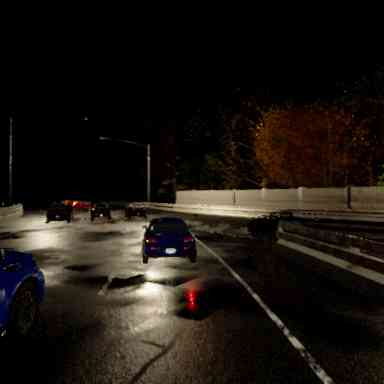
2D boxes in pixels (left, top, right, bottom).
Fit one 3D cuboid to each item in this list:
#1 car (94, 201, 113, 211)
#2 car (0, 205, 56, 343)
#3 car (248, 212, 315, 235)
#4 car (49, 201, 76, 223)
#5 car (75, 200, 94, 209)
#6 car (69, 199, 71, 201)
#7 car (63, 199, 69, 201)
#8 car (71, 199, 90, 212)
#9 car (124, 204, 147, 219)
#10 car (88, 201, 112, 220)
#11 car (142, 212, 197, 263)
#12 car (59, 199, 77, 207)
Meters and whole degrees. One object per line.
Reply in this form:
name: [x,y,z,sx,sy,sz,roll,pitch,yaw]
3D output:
car: [-14.160,2.219,53.215,1.837,1.490,4.892,0,-1,-29]
car: [-3.577,1.273,3.419,2.150,2.045,5.566,0,-1,-2]
car: [5.215,1.809,19.048,1.994,1.385,4.181,1,-1,-39]
car: [-11.555,1.877,29.225,1.882,1.535,5.008,0,-1,-16]
car: [-20.532,2.350,63.493,2.128,1.511,4.902,0,-1,-33]
car: [-24.044,2.172,68.493,2.097,1.767,4.553,1,0,-37]
car: [-19.961,2.179,49.418,1.837,1.490,4.892,1,-1,-28]
car: [-16.761,2.166,50.839,1.882,1.535,5.008,0,-1,-28]
car: [-5.917,1.953,34.555,2.128,1.511,4.902,0,-1,-18]
car: [-9.202,1.954,33.348,1.837,1.490,4.892,0,-1,-18]
car: [-0.912,1.694,12.653,1.812,1.442,4.674,0,-1,-6]
car: [-26.985,2.313,72.132,1.882,1.535,5.008,1,-1,-42]
